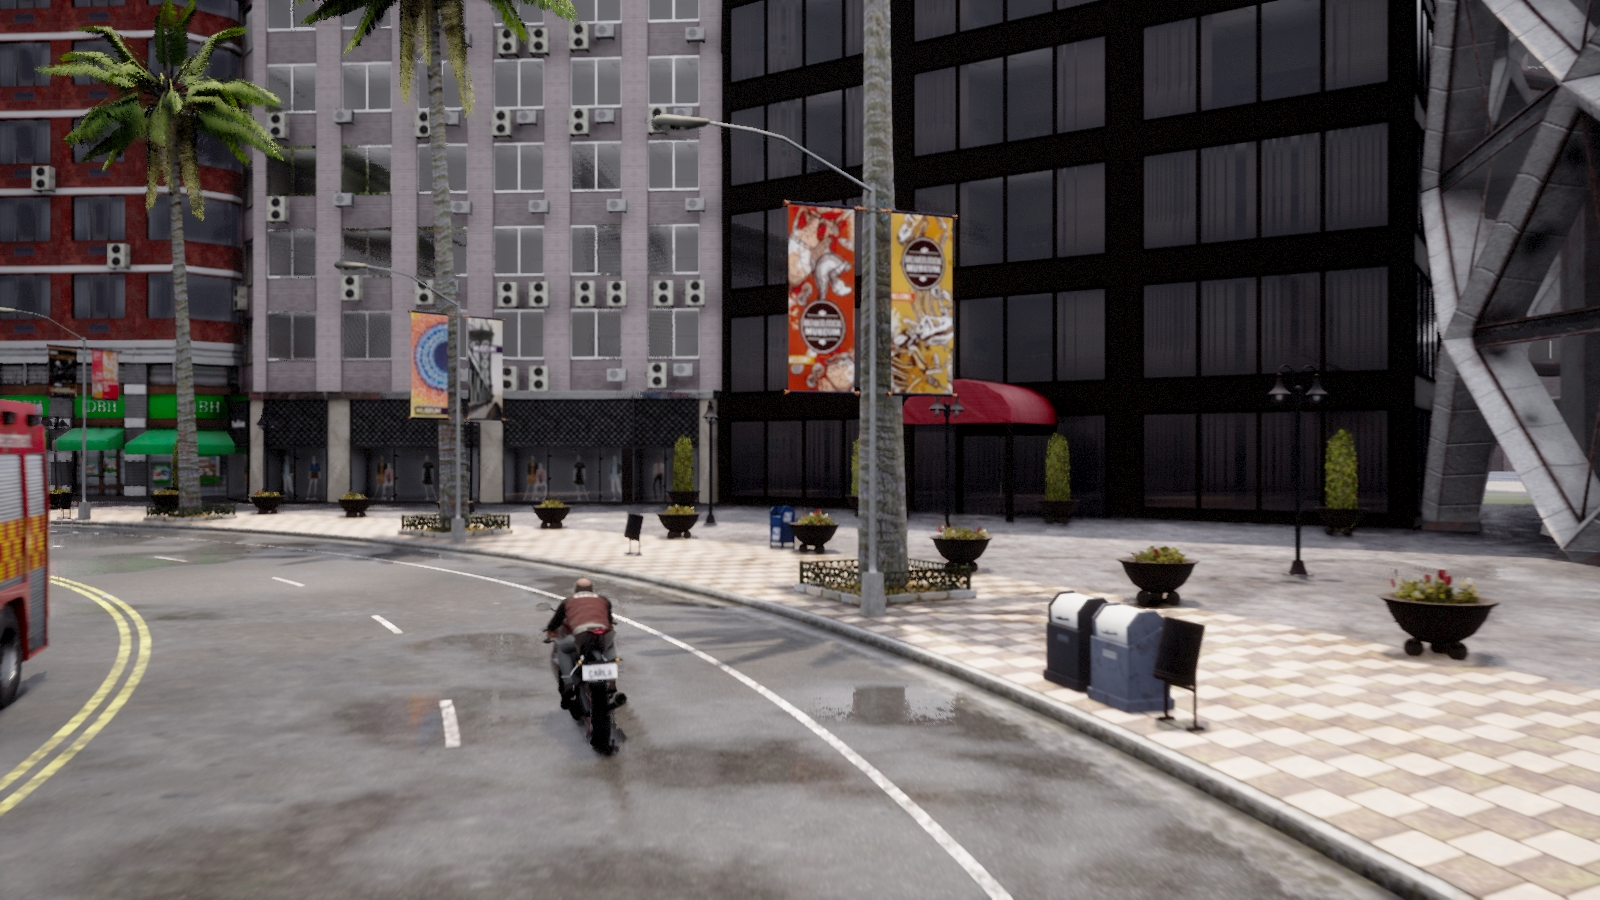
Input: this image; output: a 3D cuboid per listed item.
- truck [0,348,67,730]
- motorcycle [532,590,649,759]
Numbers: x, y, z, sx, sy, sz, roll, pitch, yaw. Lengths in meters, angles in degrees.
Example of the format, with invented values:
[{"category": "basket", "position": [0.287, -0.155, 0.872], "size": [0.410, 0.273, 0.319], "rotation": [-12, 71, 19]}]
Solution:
[{"category": "truck", "position": [-8.862, 0.890, 9.684], "size": [2.891, 3.827, 8.468], "rotation": [0, 0, -22]}, {"category": "motorcycle", "position": [-2.182, 2.204, 11.653], "size": [0.867, 1.251, 2.209], "rotation": [-1, 0, -18]}]
